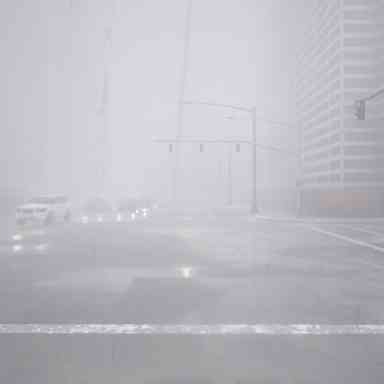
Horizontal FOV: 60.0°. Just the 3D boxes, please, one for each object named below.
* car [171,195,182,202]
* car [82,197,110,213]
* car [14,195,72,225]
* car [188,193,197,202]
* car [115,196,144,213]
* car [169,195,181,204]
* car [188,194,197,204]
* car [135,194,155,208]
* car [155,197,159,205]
[{"bbox_3d":[-3.411,1.354,74.432,2.128,1.511,4.902,0,0,0],"label":"car"},{"bbox_3d":[-10.555,1.351,36.819,2.097,1.767,4.553,0,0,0],"label":"car"},{"bbox_3d":[-10.570,1.224,24.116,2.150,2.045,5.566,0,0,0],"label":"car"},{"bbox_3d":[0.089,1.184,74.398,2.097,1.767,4.553,0,0,0],"label":"car"},{"bbox_3d":[-7.054,1.505,37.887,1.837,1.490,4.892,0,0,0],"label":"car"},{"bbox_3d":[-3.423,1.491,64.148,2.128,1.511,4.902,0,0,0],"label":"car"},{"bbox_3d":[0.077,1.547,64.144,2.033,1.411,5.357,0,0,0],"label":"car"},{"bbox_3d":[-7.039,1.491,48.238,2.128,1.511,4.902,0,0,0],"label":"car"},{"bbox_3d":[-7.005,1.601,59.208,1.895,1.301,4.718,0,0,0],"label":"car"}]
